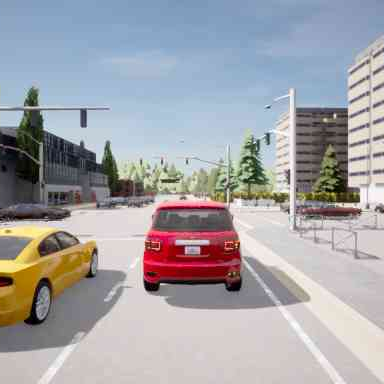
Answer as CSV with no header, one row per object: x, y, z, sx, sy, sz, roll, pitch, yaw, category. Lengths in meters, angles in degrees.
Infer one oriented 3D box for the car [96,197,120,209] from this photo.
-11.793,1.492,45.859,2.128,1.511,4.902,0,0,-2,car

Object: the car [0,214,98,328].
-3.478,1.478,7.125,1.882,1.535,5.008,0,0,0,car

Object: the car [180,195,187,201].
-2.336,1.524,87.193,1.812,1.442,4.674,0,0,-2,car

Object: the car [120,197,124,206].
-12.063,1.547,56.111,2.033,1.411,5.357,0,0,-1,car

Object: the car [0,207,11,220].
-15.336,1.505,22.374,4.892,1.490,1.837,0,0,-2,car

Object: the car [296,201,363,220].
11.404,1.601,27.346,4.718,1.301,1.895,0,0,-2,car

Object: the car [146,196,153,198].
-8.648,1.492,59.490,2.128,1.511,4.902,0,0,-1,car

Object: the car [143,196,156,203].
-8.862,1.540,69.854,2.033,1.411,5.357,0,0,-2,car

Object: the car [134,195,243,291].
0.016,1.221,9.112,2.150,2.045,5.566,0,0,0,car

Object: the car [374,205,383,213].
22.167,1.547,34.885,5.357,1.411,2.033,0,0,-2,car

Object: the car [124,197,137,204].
-12.286,1.600,66.397,1.895,1.301,4.718,0,0,-1,car

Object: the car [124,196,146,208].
-8.390,1.505,49.279,1.837,1.490,4.892,0,0,-2,car

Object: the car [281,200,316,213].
12.084,1.547,34.580,5.357,1.411,2.033,0,0,-2,car

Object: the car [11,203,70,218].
-12.386,1.548,26.004,5.357,1.411,2.033,0,0,-3,car
